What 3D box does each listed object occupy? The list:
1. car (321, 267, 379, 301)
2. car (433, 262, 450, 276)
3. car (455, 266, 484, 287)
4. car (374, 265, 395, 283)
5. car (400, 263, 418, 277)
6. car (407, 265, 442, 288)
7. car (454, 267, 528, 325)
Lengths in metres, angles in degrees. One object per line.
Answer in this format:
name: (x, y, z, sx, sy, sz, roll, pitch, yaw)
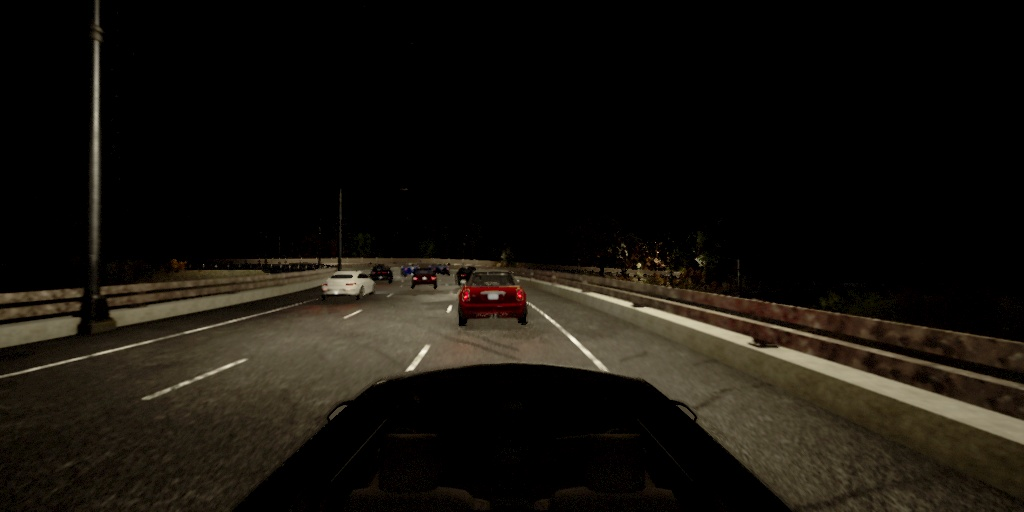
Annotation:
car: (-8.682, 1.525, 19.225, 1.812, 1.442, 4.674, 0, -1, -9)
car: (-9.625, 1.676, 46.763, 2.097, 1.767, 4.553, 0, -1, -23)
car: (-3.600, 1.617, 29.382, 1.812, 1.442, 4.674, 0, -1, -14)
car: (-11.864, 1.667, 32.889, 2.128, 1.511, 4.902, 0, -1, -16)
car: (-12.892, 1.678, 45.515, 2.097, 1.767, 4.553, 0, -1, -23)
car: (-6.665, 1.631, 27.354, 2.033, 1.411, 5.357, 0, -1, -14)
car: (-0.743, 1.233, 12.595, 2.097, 1.767, 4.553, 0, -1, -5)
